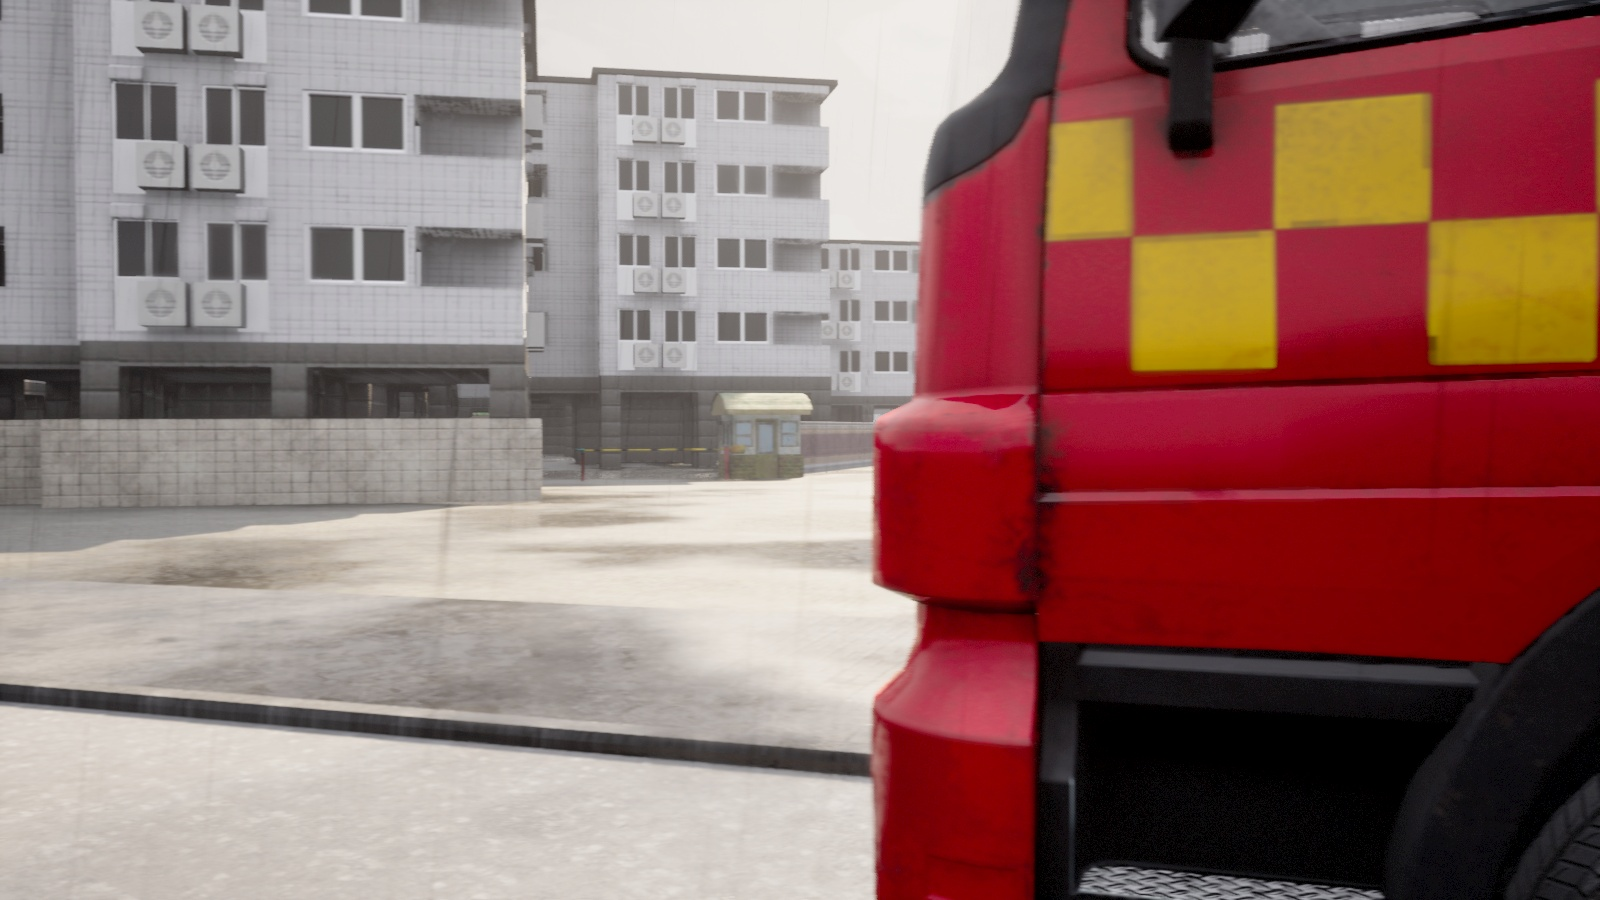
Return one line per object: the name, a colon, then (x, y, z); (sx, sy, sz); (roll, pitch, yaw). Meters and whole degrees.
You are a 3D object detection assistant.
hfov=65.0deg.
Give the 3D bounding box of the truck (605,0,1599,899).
truck: (4.119, -0.360, 2.318); (8.468, 3.827, 2.891); (1, 1, 19)
